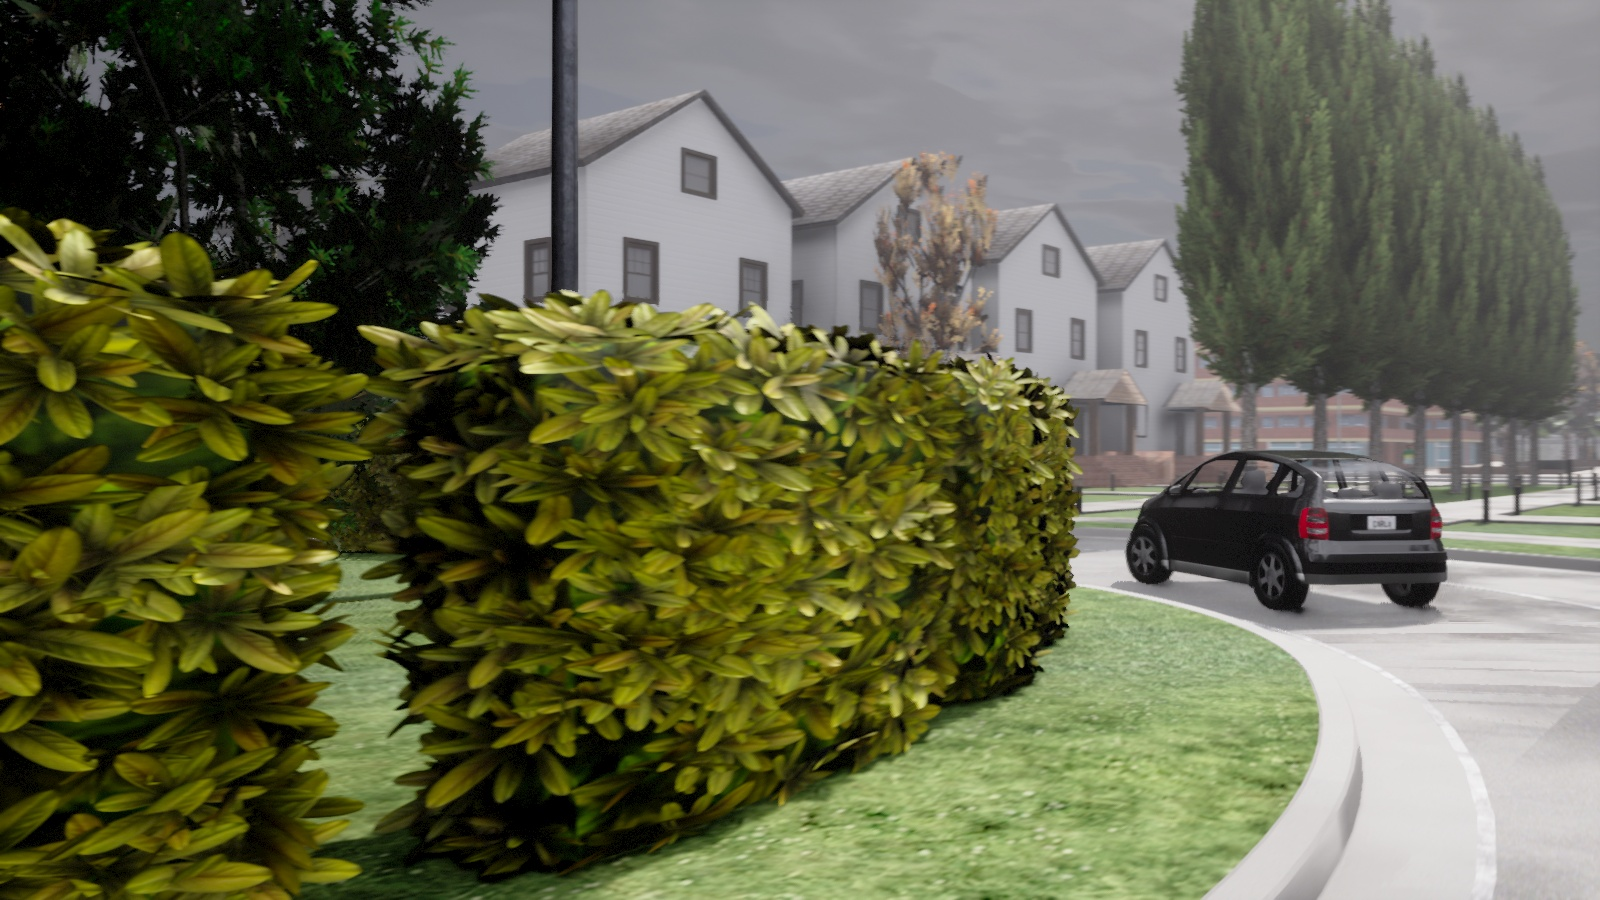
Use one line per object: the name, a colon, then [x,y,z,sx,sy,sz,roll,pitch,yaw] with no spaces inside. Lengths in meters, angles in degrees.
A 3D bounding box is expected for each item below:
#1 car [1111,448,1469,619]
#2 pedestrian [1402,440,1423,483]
car: [5.004,0.767,13.411,1.789,1.549,3.705,0,0,-13]
pedestrian: [27.819,0.508,57.062,0.659,1.952,0.873,0,0,41]
